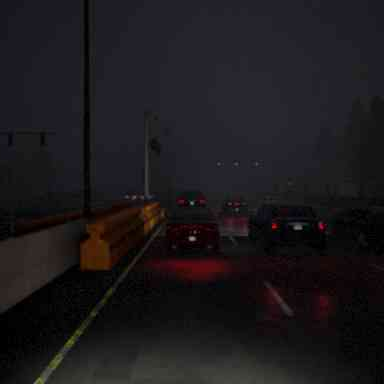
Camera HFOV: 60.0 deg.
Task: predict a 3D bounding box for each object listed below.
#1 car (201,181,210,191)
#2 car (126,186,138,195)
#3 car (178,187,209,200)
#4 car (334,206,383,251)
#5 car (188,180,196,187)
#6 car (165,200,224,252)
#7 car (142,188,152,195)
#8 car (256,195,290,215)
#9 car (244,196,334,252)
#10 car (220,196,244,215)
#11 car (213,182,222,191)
[{"bbox_3d":[3.550,-1.454,88.344,2.150,2.045,5.566,0,8,0],"label":"car"},{"bbox_3d":[-14.004,-0.360,77.899,2.150,2.045,5.566,0,4,0],"label":"car"},{"bbox_3d":[0.019,0.861,27.138,2.150,2.045,5.566,0,1,0],"label":"car"},{"bbox_3d":[7.040,1.328,13.278,1.837,1.490,4.892,0,1,1],"label":"car"},{"bbox_3d":[0.052,-1.365,88.732,2.097,1.767,4.553,0,8,0],"label":"car"},{"bbox_3d":[0.038,1.302,13.122,1.882,1.535,5.008,0,1,1],"label":"car"},{"bbox_3d":[-10.505,-0.101,77.830,1.882,1.535,5.008,0,4,0],"label":"car"},{"bbox_3d":[7.040,1.085,29.443,1.882,1.535,5.008,0,1,1],"label":"car"},{"bbox_3d":[3.539,1.175,13.153,2.097,1.767,4.553,0,1,1],"label":"car"},{"bbox_3d":[3.530,1.116,28.230,2.128,1.511,4.902,0,1,1],"label":"car"},{"bbox_3d":[7.054,-1.221,89.165,1.994,1.385,4.181,0,8,0],"label":"car"}]
